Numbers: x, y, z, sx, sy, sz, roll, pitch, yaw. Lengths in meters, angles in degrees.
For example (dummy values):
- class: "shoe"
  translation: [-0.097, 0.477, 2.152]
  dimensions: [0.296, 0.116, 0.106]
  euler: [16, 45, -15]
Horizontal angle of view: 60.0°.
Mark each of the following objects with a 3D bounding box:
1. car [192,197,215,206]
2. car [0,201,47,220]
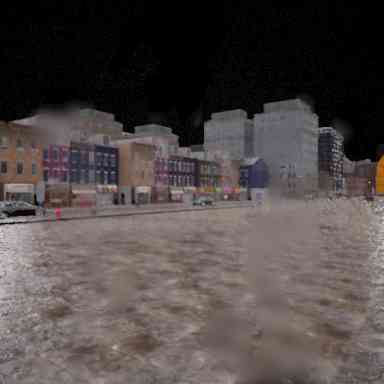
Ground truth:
- class: "car"
  translation: [1.972, 1.552, 55.421]
  dimensions: [1.837, 1.490, 4.892]
  euler: [1, 0, 36]
- class: "car"
  translation: [-14.572, 1.495, 27.680]
  dimensions: [2.128, 1.511, 4.902]
  euler: [1, 0, 36]
